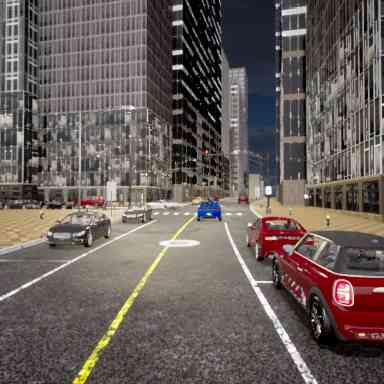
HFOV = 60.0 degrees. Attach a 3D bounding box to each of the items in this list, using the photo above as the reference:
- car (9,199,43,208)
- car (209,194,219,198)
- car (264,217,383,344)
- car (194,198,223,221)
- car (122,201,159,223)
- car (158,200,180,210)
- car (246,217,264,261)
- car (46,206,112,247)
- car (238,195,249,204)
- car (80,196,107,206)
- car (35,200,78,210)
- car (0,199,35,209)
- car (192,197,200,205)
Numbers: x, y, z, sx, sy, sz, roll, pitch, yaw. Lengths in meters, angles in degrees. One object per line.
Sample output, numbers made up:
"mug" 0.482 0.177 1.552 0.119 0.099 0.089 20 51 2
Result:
"car" -26.033 1.833 52.209 4.403 1.369 2.008 0 -1 13
"car" 5.157 1.491 78.798 2.192 1.841 5.009 1 0 14
"car" 2.815 1.441 6.358 1.967 1.590 4.097 1 0 2
"car" 1.480 1.494 27.165 1.882 1.535 5.008 0 0 5
"car" -4.129 1.573 25.696 2.008 1.369 4.403 1 0 5
"car" -3.934 1.684 43.306 4.718 1.301 1.895 -1 -1 35
"car" 3.007 1.547 11.998 1.887 1.381 4.507 1 0 3
"car" -4.880 1.561 14.906 2.008 1.369 4.403 1 0 3
"car" 10.079 1.410 65.113 2.192 1.841 5.009 1 0 13
"car" -15.147 1.535 49.631 5.009 1.841 2.192 0 -1 13
"car" -16.958 1.637 41.959 4.313 1.339 1.947 0 -1 13
"car" -22.399 1.653 43.249 4.403 1.369 2.008 0 -1 13
"car" 1.162 1.640 62.559 1.752 1.417 4.829 1 0 12
